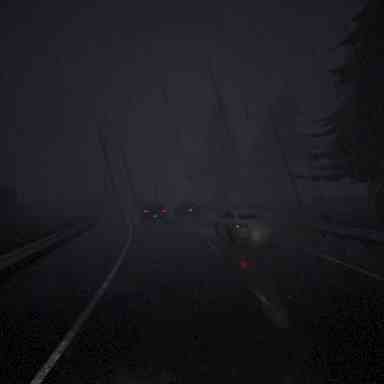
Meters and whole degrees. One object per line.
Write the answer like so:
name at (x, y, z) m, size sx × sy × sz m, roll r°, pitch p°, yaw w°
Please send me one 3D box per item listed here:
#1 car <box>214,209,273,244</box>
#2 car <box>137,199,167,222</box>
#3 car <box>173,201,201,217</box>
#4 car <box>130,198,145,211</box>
car at (2.314, 1.513, 15.631) m, size 1.812 × 1.442 × 4.674 m, roll 0°, pitch 0°, yaw -8°
car at (-3.066, 1.520, 25.954) m, size 1.812 × 1.442 × 4.674 m, roll 0°, pitch 0°, yaw -11°
car at (-0.537, 1.550, 30.890) m, size 1.994 × 1.385 × 4.181 m, roll 0°, pitch 0°, yaw -12°
car at (-6.612, 1.498, 41.821) m, size 1.837 × 1.490 × 4.892 m, roll 0°, pitch 0°, yaw -13°
